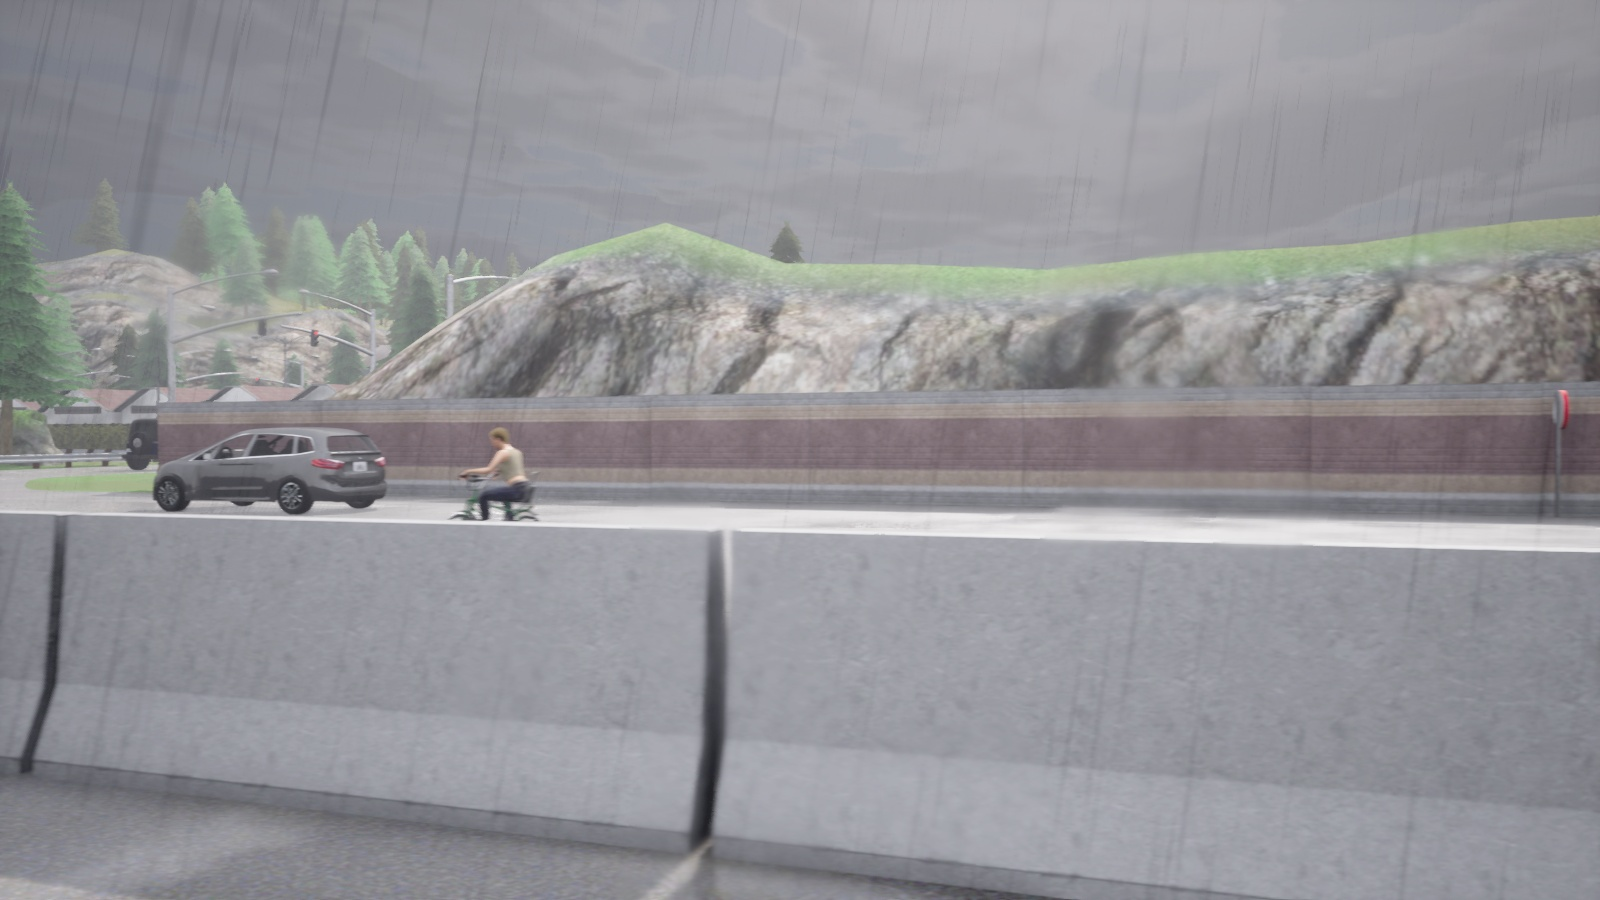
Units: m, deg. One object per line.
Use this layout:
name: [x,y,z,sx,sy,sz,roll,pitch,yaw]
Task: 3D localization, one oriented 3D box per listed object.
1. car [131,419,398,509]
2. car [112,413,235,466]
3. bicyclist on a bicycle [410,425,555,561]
car: [-10.748,0.226,25.273,4.611,1.667,2.242,1,1,18]
car: [-23.084,-0.404,46.419,1.905,1.878,3.866,1,1,18]
bicyclist on a bicycle: [-3.933,0.499,15.593,1.509,1.612,0.866,1,1,19]
